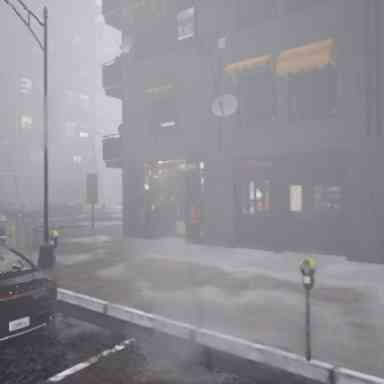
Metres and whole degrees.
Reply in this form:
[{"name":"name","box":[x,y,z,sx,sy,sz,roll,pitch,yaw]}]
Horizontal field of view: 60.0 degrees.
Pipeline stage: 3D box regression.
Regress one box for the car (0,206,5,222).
[{"name":"car","box":[-13.667,1.508,25.872,2.008,1.369,4.403,1,1,35]}]

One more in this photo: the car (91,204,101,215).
[{"name":"car","box":[-10.569,1.408,30.291,1.752,1.417,4.829,1,1,35]}]

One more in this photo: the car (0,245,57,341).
[{"name":"car","box":[-4.143,1.592,5.842,4.403,1.369,2.008,0,0,36]}]

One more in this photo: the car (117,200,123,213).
[{"name":"car","box":[-5.030,1.000,33.702,2.150,2.045,5.566,0,1,35]}]

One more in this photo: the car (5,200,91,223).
[{"name":"car","box":[-10.820,1.472,25.389,2.033,1.411,5.357,0,1,39]}]
